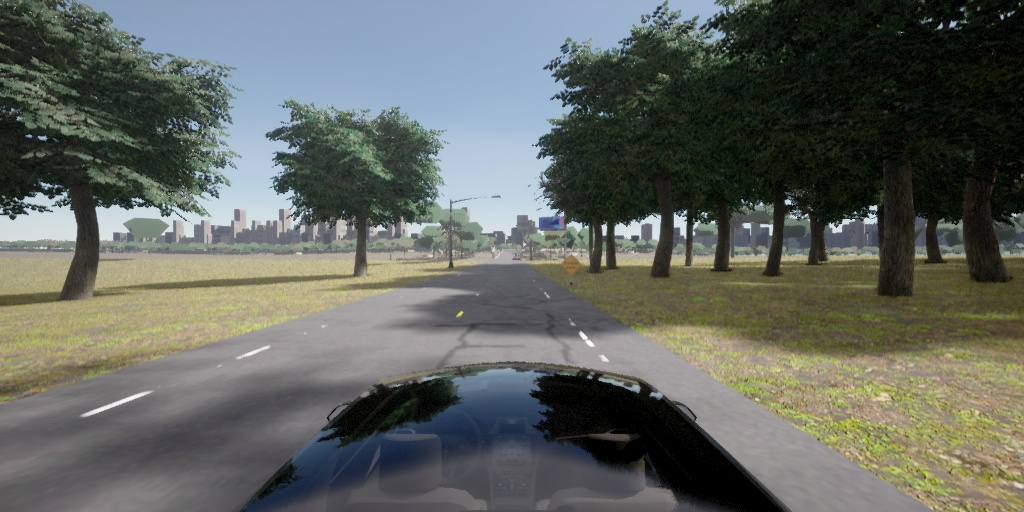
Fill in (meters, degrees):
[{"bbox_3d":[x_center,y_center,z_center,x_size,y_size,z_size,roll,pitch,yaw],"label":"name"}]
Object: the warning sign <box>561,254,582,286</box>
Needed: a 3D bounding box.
[{"bbox_3d":[3.550,0.840,21.603,1.300,1.860,1.060,0,0,0],"label":"warning sign"}]
